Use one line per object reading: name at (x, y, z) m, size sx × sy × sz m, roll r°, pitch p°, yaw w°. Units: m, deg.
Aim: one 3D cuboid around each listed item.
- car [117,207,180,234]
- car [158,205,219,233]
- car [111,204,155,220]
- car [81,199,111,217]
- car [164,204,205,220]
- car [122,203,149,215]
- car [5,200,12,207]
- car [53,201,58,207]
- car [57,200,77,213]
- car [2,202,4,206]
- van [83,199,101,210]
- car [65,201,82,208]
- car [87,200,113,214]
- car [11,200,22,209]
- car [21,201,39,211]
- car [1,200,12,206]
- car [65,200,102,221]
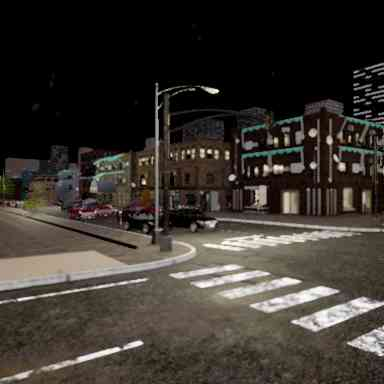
car at (-2.978, 1.919, 21.952) m, size 1.947 × 1.339 × 4.313 m, roll -1°, pitch 0°, yaw -35°
car at (-0.151, 1.867, 22.678) m, size 1.812 × 1.442 × 4.674 m, roll 0°, pitch -1°, yaw -37°
car at (-5.274, 2.008, 29.884) m, size 1.994 × 1.385 × 4.181 m, roll 0°, pitch -1°, yaw -35°
car at (-10.443, 1.897, 37.160) m, size 2.097 × 1.767 × 4.553 m, roll 0°, pitch -1°, yaw -35°
car at (-0.882, 2.001, 33.677) m, size 2.008 × 1.369 × 4.403 m, roll -1°, pitch 0°, yaw -35°
car at (-7.295, 2.158, 42.700) m, size 1.802 × 1.307 × 4.206 m, roll -1°, pitch 0°, yaw -35°
car at (-39.783, 2.489, 73.935) m, size 1.967 × 1.590 × 4.097 m, roll -1°, pitch 0°, yaw -35°
car at (-29.745, 2.558, 74.280) m, size 1.947 × 1.339 × 4.313 m, roll -1°, pitch 0°, yaw -35°
car at (-16.440, 2.209, 45.654) m, size 2.033 × 1.411 × 5.357 m, roll 0°, pitch -1°, yaw -35°
car at (-42.989, 2.657, 78.447) m, size 2.008 × 1.369 × 4.403 m, roll -1°, pitch 0°, yaw -35°
van at (-16.920, 2.100, 56.235) m, size 1.690 × 1.788 × 3.998 m, roll -1°, pitch 0°, yaw -35°
car at (-23.331, 2.421, 65.257) m, size 1.887 × 1.381 × 4.507 m, roll -1°, pitch 0°, yaw -35°
car at (-12.784, 1.993, 45.965) m, size 2.097 × 1.767 × 4.553 m, roll 0°, pitch -1°, yaw -35°
car at (-33.368, 2.484, 64.913) m, size 2.008 × 1.369 × 4.403 m, roll -1°, pitch 0°, yaw -35°
car at (-26.855, 2.341, 55.751) m, size 1.752 × 1.417 × 4.829 m, roll -1°, pitch 0°, yaw -35°
car at (-46.195, 2.707, 82.957) m, size 1.887 × 1.381 × 4.507 m, roll -1°, pitch 0°, yaw -35°
car at (-10.921, 1.953, 33.332) m, size 1.967 × 1.590 × 4.097 m, roll -1°, pitch 0°, yaw -35°
